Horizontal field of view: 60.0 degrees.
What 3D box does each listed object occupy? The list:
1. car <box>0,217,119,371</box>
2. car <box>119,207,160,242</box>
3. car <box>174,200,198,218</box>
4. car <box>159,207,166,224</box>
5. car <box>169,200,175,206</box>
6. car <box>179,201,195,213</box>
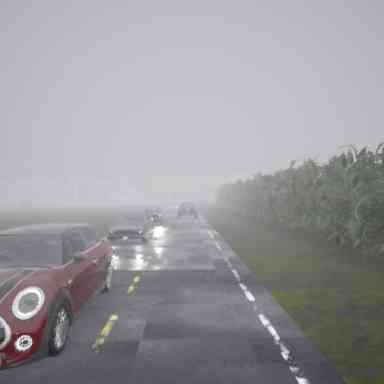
[{"bbox_3d":[-2.924,1.444,6.146,2.097,1.767,4.553,0,-1,-1],"label":"car"},{"bbox_3d":[-3.123,1.783,18.061,2.033,1.411,5.357,0,-1,-1],"label":"car"},{"bbox_3d":[-0.482,1.777,35.198,2.097,1.767,4.553,0,-1,-1],"label":"car"},{"bbox_3d":[-3.271,1.961,28.333,1.895,1.301,4.718,0,-1,-1],"label":"car"},{"bbox_3d":[-4.013,2.418,74.787,1.994,1.385,4.181,0,-1,-1],"label":"car"},{"bbox_3d":[-0.680,2.060,46.685,2.128,1.511,4.902,0,-1,-1],"label":"car"}]
